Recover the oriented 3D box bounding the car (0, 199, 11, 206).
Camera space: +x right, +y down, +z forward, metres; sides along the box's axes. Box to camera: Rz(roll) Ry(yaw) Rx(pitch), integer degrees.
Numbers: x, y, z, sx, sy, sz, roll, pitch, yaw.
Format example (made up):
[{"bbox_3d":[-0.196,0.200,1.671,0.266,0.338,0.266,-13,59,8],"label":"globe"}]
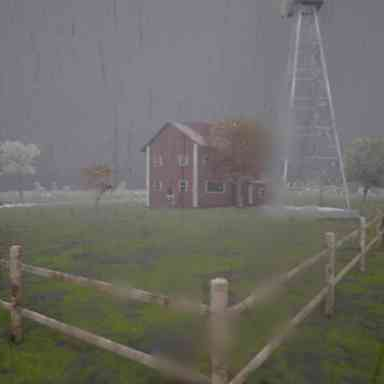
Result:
[{"bbox_3d":[-34.355,1.762,58.232,1.882,1.535,5.008,1,1,35],"label":"car"}]
